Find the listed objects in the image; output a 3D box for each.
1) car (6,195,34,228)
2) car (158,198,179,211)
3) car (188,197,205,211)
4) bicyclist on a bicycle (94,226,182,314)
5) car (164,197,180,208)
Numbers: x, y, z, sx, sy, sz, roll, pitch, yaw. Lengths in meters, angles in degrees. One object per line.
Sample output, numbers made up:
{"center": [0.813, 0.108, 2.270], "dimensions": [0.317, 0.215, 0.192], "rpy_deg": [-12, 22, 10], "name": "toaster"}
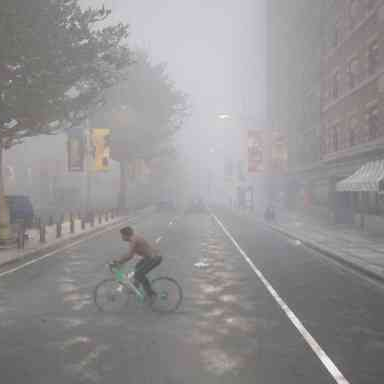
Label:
{"center": [-11.387, 1.222, 19.471], "dimensions": [2.150, 2.045, 5.566], "rpy_deg": [0, 0, 1], "name": "car"}
{"center": [-2.977, 1.478, 39.862], "dimensions": [1.882, 1.535, 5.008], "rpy_deg": [0, 0, 1], "name": "car"}
{"center": [0.532, 1.601, 39.787], "dimensions": [1.895, 1.301, 4.718], "rpy_deg": [0, 0, 1], "name": "car"}
{"center": [-1.013, 1.455, 6.117], "dimensions": [1.656, 1.620, 0.582], "rpy_deg": [-2, 0, 1], "name": "bicyclist on a bicycle"}
{"center": [-2.953, 1.547, 49.672], "dimensions": [2.033, 1.411, 5.357], "rpy_deg": [0, 0, 1], "name": "car"}
